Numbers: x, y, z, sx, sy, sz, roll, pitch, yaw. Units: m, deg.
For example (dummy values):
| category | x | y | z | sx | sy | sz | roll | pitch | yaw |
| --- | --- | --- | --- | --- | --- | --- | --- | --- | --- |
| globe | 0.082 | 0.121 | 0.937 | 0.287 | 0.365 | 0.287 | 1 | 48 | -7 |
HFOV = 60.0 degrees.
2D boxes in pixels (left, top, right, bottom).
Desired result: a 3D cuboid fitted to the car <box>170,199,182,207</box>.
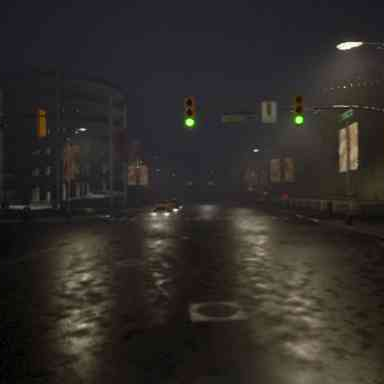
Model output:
| category | x | y | z | sx | sy | sz | roll | pitch | yaw |
| --- | --- | --- | --- | --- | --- | --- | --- | --- | --- |
| car | -3.139 | 2.079 | 64.389 | 2.033 | 1.411 | 5.357 | -1 | 0 | -6 |

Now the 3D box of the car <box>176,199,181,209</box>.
| category | x | y | z | sx | sy | sz | roll | pitch | yaw |
| --- | --- | --- | --- | --- | --- | --- | --- | --- | --- |
| car | -3.095 | 1.953 | 53.782 | 1.837 | 1.490 | 4.892 | -1 | 0 | 4 |

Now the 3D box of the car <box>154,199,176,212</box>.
| category | x | y | z | sx | sy | sz | roll | pitch | yaw |
| --- | --- | --- | --- | --- | --- | --- | --- | --- | --- |
| car | -3.769 | 1.859 | 44.350 | 1.882 | 1.535 | 5.008 | -1 | 0 | 4 |
